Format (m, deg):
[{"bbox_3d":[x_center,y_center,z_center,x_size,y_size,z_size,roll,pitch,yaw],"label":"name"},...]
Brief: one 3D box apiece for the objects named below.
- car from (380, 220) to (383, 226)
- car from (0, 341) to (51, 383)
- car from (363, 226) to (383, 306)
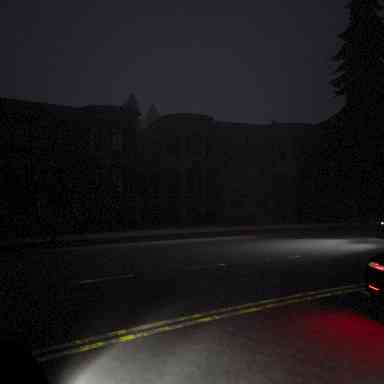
[{"bbox_3d":[11.502,1.600,16.123,4.718,1.301,1.895,0,0,-18],"label":"car"},{"bbox_3d":[-3.293,1.547,1.235,5.357,1.411,2.033,0,0,-38],"label":"car"},{"bbox_3d":[5.464,1.492,6.218,4.902,1.511,2.128,0,0,-24],"label":"car"}]
